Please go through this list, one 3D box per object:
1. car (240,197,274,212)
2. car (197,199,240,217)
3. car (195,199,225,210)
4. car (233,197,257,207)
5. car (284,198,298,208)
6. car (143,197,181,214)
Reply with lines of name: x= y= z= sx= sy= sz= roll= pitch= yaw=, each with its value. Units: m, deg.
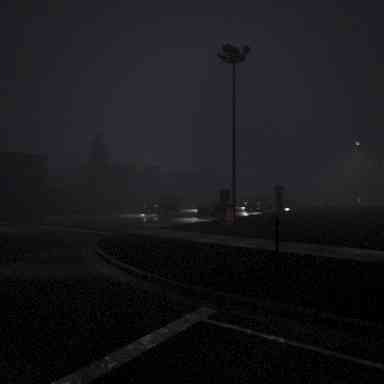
car: x=7.998 y=1.379 z=39.608 sx=2.097 sy=1.767 sz=4.553 roll=0 pitch=0 yaw=35
car: x=2.366 y=1.504 z=31.558 sx=1.882 sy=1.535 sz=5.008 roll=0 pitch=0 yaw=35
car: x=2.439 y=1.602 z=43.869 sx=1.994 sy=1.385 sz=4.181 roll=0 pitch=0 yaw=35
car: x=8.442 y=1.543 z=52.409 sx=1.837 sy=1.490 sz=4.892 roll=0 pitch=0 yaw=35
car: x=13.733 y=1.591 z=47.787 sx=1.994 sy=1.385 sz=4.181 roll=0 pitch=0 yaw=35
car: x=-3.179 y=1.390 z=35.838 sx=2.097 sy=1.767 sz=4.553 roll=0 pitch=0 yaw=35
